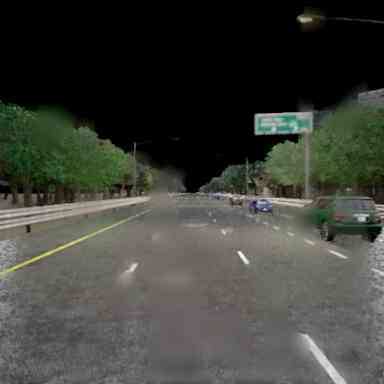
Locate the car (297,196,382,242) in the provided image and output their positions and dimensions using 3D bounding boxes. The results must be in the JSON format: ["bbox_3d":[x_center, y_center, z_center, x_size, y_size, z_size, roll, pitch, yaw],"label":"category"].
[{"bbox_3d":[7.011,1.219,16.420,2.150,2.045,5.566,0,0,0],"label":"car"}]

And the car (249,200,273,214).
[{"bbox_3d":[7.052,1.515,34.335,1.812,1.442,4.674,0,0,0],"label":"car"}]

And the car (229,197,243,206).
[{"bbox_3d":[7.102,1.499,54.172,1.812,1.442,4.674,0,0,0],"label":"car"}]
